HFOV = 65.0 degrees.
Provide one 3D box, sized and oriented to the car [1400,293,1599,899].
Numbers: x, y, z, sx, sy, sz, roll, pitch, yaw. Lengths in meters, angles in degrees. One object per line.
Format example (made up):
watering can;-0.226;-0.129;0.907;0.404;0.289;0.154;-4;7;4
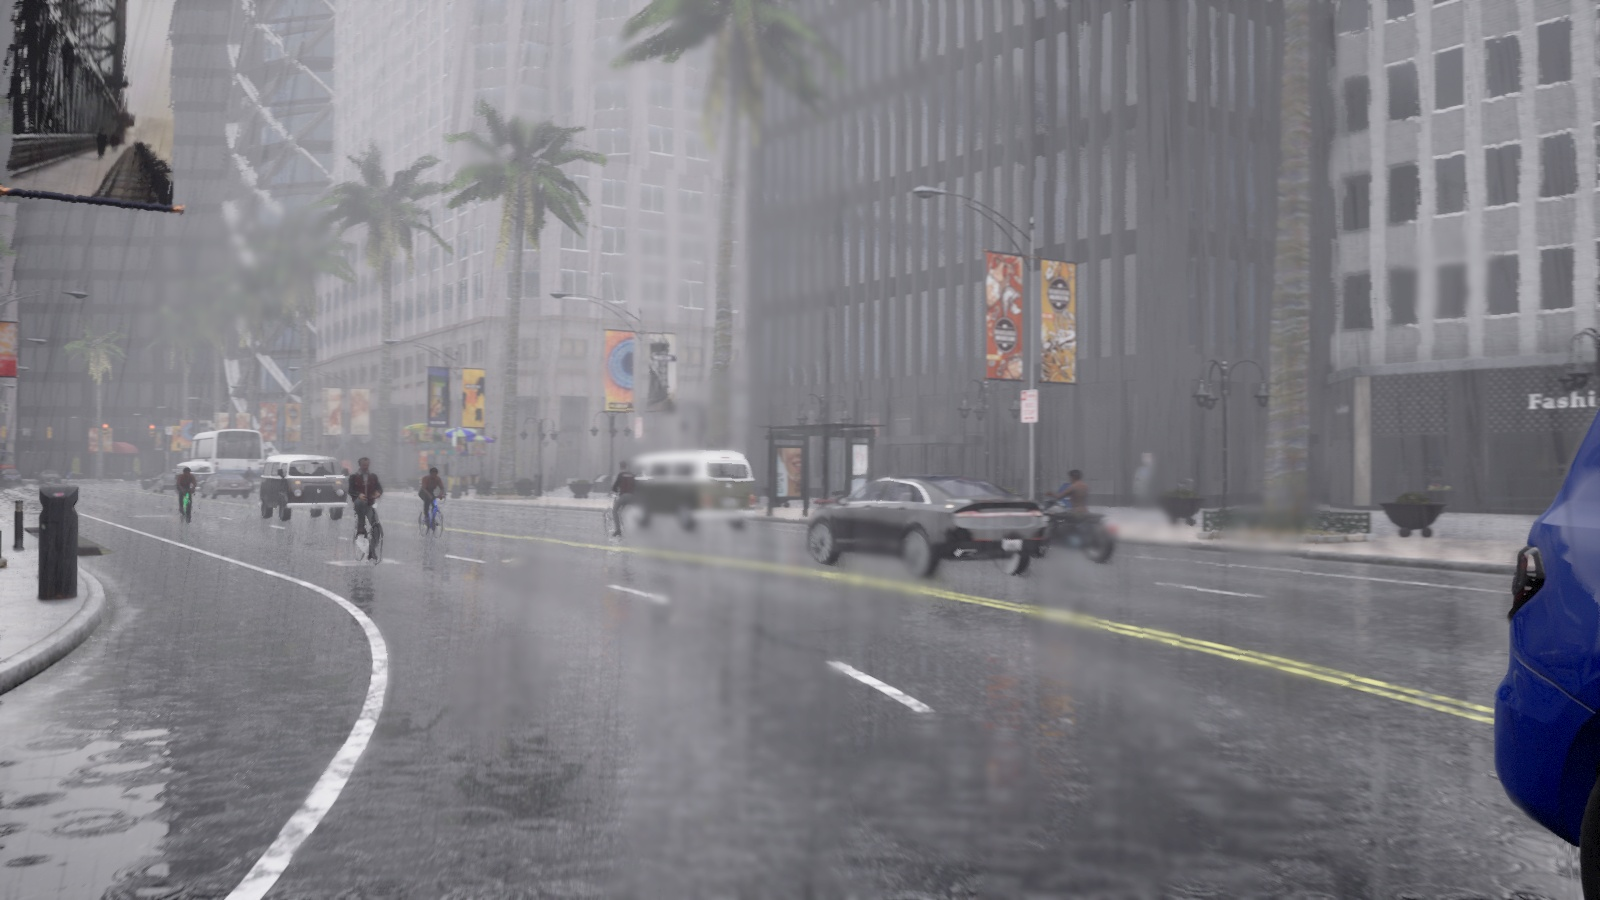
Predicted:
car;3.492;0.546;1.843;2.150;2.045;5.566;0;-1;-5

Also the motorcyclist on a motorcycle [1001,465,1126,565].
motorcyclist on a motorcycle;4.572;1.110;22.003;0.766;1.649;2.350;0;-1;-29

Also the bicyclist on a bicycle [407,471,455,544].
bicyclist on a bicycle;-8.529;1.299;28.998;0.582;1.620;1.656;0;-1;-35

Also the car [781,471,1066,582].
car;1.764;1.094;19.848;2.128;1.511;4.902;0;-1;-28

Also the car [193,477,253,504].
car;-31.226;2.166;67.871;2.033;1.411;5.357;0;-1;-35

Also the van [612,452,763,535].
van;-3.072;1.114;33.414;2.069;2.038;4.480;0;-1;-35

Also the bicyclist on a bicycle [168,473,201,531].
bicyclist on a bicycle;-17.673;1.466;36.043;0.582;1.620;1.656;0;-1;-35

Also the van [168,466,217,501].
van;-36.890;2.011;76.164;2.069;2.038;4.480;0;-1;-34

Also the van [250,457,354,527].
van;-15.607;1.278;39.207;2.069;2.038;4.480;0;-1;-35

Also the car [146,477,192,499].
car;-42.402;2.501;84.327;2.033;1.411;5.357;0;-1;-34

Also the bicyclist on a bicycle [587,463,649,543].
bicyclist on a bicycle;-4.192;1.191;28.872;0.659;1.776;1.843;0;-1;-35

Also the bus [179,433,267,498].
bus;-40.347;1.120;87.548;3.944;4.253;10.273;0;-1;-34

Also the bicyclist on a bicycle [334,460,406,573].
bicyclist on a bicycle;-7.144;1.072;20.824;0.659;1.776;1.843;0;-1;-34
